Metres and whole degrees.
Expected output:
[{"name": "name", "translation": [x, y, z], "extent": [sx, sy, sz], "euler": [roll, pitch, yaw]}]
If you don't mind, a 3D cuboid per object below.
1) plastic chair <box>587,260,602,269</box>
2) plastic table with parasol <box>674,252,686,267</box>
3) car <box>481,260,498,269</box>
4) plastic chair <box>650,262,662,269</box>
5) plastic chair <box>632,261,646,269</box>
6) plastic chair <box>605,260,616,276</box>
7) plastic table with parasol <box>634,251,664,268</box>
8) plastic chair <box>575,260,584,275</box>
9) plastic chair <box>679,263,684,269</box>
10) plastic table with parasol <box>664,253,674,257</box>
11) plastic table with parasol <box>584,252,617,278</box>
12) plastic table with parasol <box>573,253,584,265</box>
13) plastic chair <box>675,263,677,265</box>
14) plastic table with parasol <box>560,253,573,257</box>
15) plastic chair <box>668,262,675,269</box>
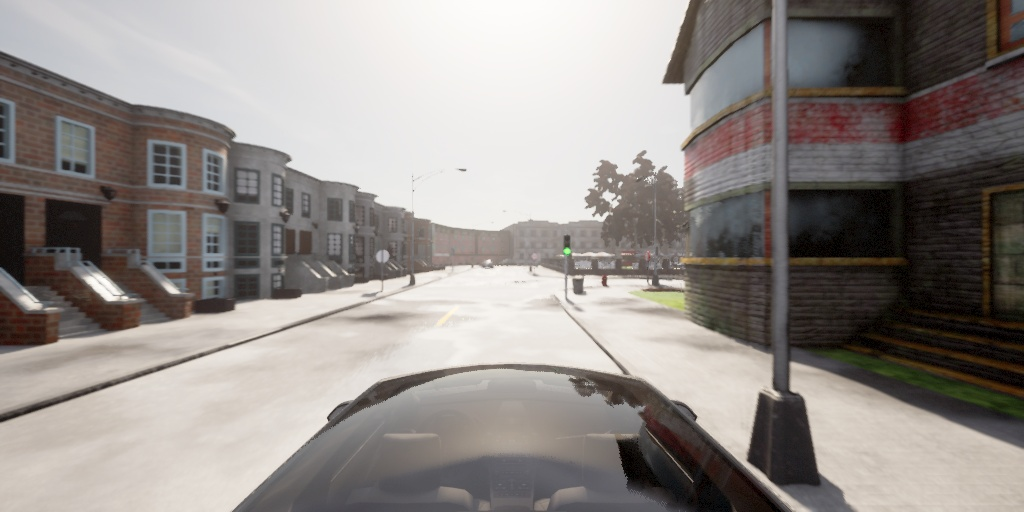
[{"name": "plastic chair", "translation": [9.034, 1.407, 39.308], "extent": [0.730, 1.272, 0.750], "euler": [0, 0, -40]}, {"name": "plastic table with parasol", "translation": [22.053, 0.704, 48.311], "extent": [2.482, 2.480, 2.482], "euler": [0, 0, -39]}, {"name": "car", "translation": [-4.047, 1.346, 59.965], "extent": [2.128, 1.511, 4.902], "euler": [0, 0, 1]}, {"name": "plastic chair", "translation": [16.197, 1.378, 40.081], "extent": [0.750, 1.272, 0.730], "euler": [0, 0, -35]}, {"name": "plastic chair", "translation": [14.264, 1.390, 40.310], "extent": [0.730, 1.272, 0.750], "euler": [0, 0, -40]}, {"name": "plastic chair", "translation": [10.967, 1.407, 39.079], "extent": [0.750, 1.272, 0.730], "euler": [0, 0, -35]}, {"name": "plastic table with parasol", "translation": [15.295, 0.776, 41.054], "extent": [2.482, 2.480, 2.482], "euler": [0, 0, -40]}, {"name": "plastic chair", "translation": [8.593, 1.377, 43.798], "extent": [0.730, 1.272, 0.750], "euler": [0, 0, -40]}, {"name": "plastic chair", "translation": [22.897, 1.370, 47.319], "extent": [0.750, 1.272, 0.730], "euler": [0, 0, -34]}, {"name": "plastic table with parasol", "translation": [18.260, 0.751, 45.042], "extent": [2.482, 2.480, 2.482], "euler": [0, 0, -42]}, {"name": "plastic table with parasol", "translation": [10.065, 0.805, 40.053], "extent": [2.482, 2.480, 2.482], "euler": [0, 0, -40]}, {"name": "plastic table with parasol", "translation": [9.624, 0.777, 44.543], "extent": [2.482, 2.480, 2.482], "euler": [0, 0, -40]}, {"name": "plastic chair", "translation": [21.045, 1.377, 47.562], "extent": [0.730, 1.272, 0.750], "euler": [0, 0, -41]}, {"name": "plastic table with parasol", "translation": [10.015, 0.734, 58.632], "extent": [2.482, 2.480, 2.482], "euler": [0, 0, -38]}, {"name": "plastic chair", "translation": [19.148, 1.381, 44.090], "extent": [0.750, 1.272, 0.730], "euler": [0, 0, -35]}]
